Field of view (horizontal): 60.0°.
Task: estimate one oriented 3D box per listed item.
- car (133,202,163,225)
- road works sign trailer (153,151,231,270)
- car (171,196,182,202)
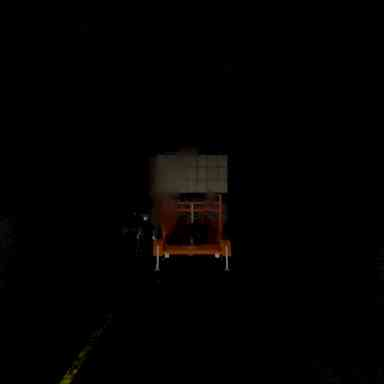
[{"bbox_3d":[-3.081,1.499,24.475,2.128,1.511,4.902,0,0,0],"label":"car"},{"bbox_3d":[0.008,0.465,10.955,2.380,3.560,2.880,0,0,0],"label":"road works sign trailer"},{"bbox_3d":[-2.943,1.579,65.130,1.837,1.490,4.892,0,0,0],"label":"car"}]
